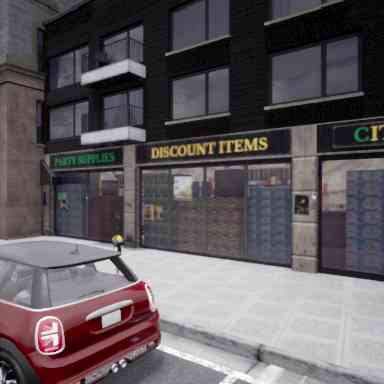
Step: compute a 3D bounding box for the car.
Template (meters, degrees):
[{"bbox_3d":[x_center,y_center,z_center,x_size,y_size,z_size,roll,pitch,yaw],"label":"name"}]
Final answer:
[{"bbox_3d":[-2.477,1.440,4.848,4.097,1.590,1.967,0,0,36],"label":"car"}]
